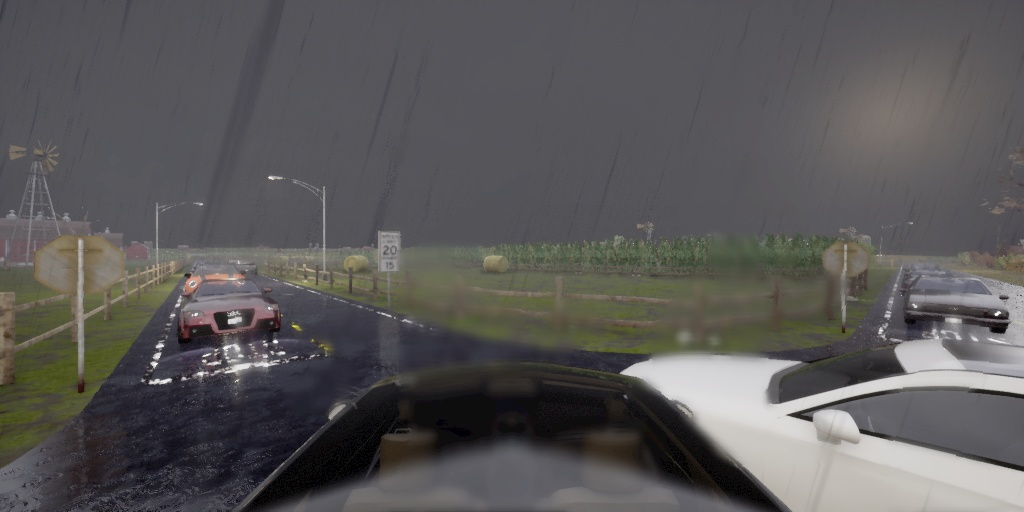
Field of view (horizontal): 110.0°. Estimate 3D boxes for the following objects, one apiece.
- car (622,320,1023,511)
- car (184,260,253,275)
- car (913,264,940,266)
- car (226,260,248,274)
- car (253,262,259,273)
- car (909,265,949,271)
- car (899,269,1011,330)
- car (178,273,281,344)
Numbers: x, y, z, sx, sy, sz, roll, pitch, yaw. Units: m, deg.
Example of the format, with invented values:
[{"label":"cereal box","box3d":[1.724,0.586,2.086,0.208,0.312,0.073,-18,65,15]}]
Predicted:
[{"label":"car","box3d":[2.857,1.293,2.241,1.812,1.442,4.674,0,1,-43]},{"label":"car","box3d":[-13.562,1.130,16.469,2.097,1.767,4.553,0,0,-41]},{"label":"car","box3d":[28.645,1.309,24.850,4.902,1.511,2.128,0,1,-42]},{"label":"car","box3d":[-33.291,1.275,43.348,1.837,1.490,4.892,0,0,-41]},{"label":"car","box3d":[-26.642,1.259,35.825,2.128,1.511,4.902,0,0,-41]},{"label":"car","box3d":[21.018,1.364,17.929,4.181,1.385,1.994,0,1,-43]},{"label":"car","box3d":[13.622,1.335,11.209,5.357,1.411,2.033,0,1,-42]},{"label":"car","box3d":[-7.849,1.349,9.931,1.994,1.385,4.181,0,0,-42]}]
